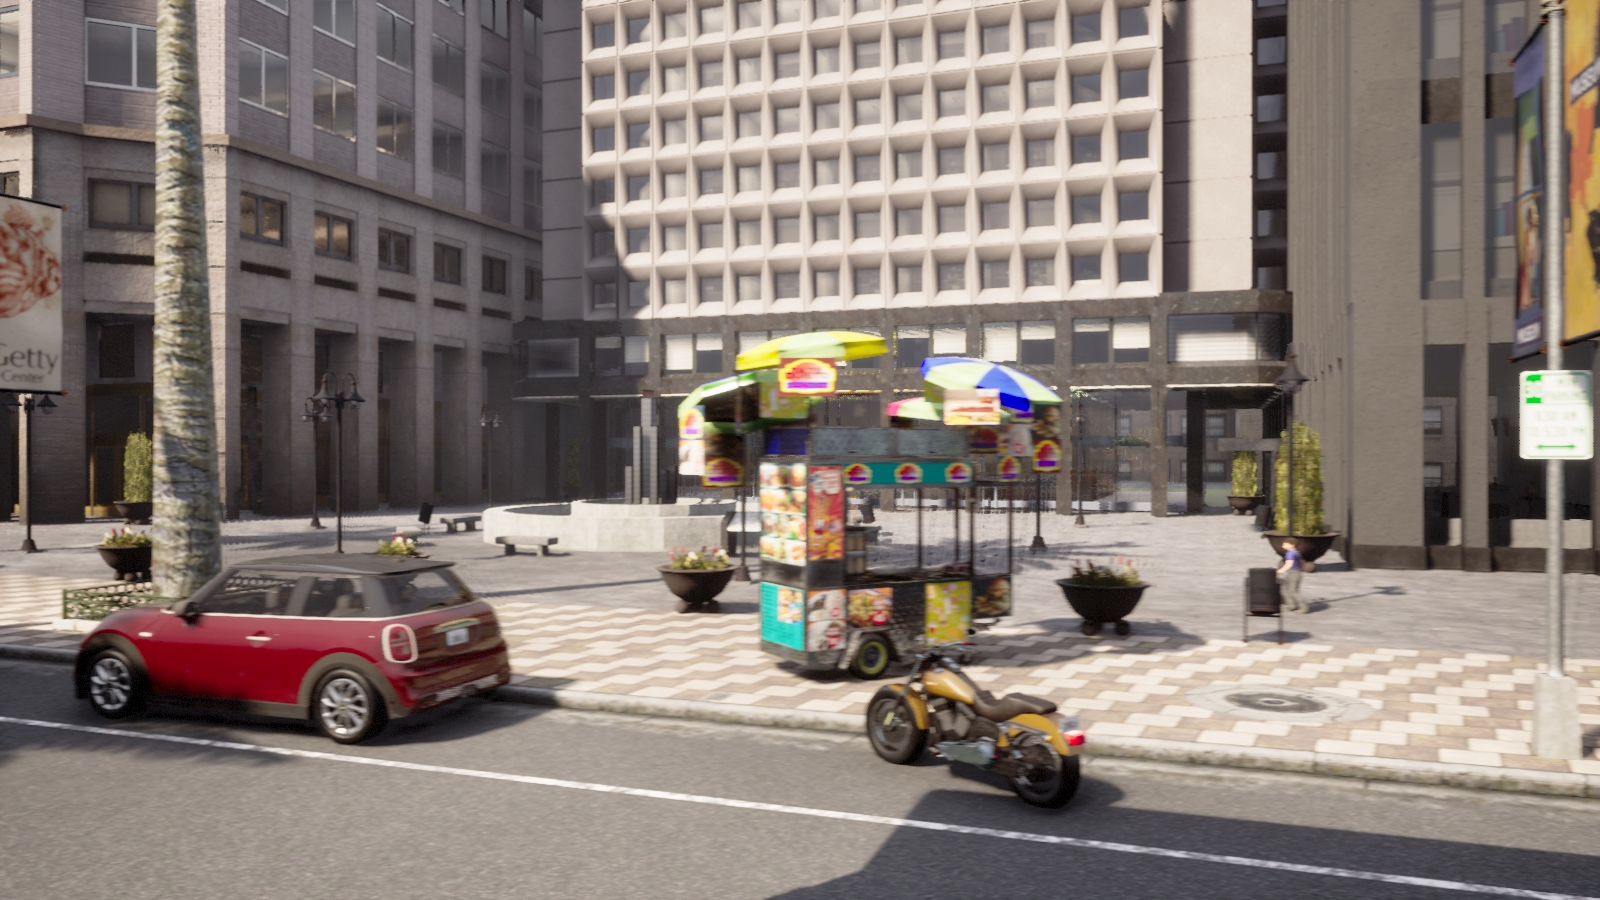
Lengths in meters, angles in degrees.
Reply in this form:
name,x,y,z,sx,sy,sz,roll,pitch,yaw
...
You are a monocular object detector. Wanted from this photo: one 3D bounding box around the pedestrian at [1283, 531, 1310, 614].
name,x,y,z,sx,sy,sz,roll,pitch,yaw
pedestrian,8.088,1.986,18.621,0.375,1.300,0.375,0,0,28
